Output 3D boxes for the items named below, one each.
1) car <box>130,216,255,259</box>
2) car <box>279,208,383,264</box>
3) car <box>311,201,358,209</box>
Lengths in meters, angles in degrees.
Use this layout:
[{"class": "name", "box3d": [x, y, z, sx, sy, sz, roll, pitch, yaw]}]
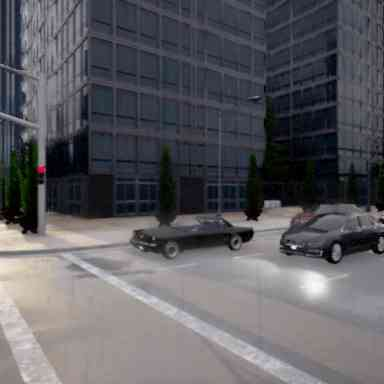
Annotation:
[{"class": "car", "box3d": [0.087, 1.604, 12.647, 4.718, 1.301, 1.895, 0, 0, -35]}, {"class": "car", "box3d": [5.217, 1.511, 12.000, 4.892, 1.490, 1.837, 0, 0, -35]}, {"class": "car", "box3d": [7.333, 1.361, 17.809, 4.553, 1.767, 2.097, 0, 0, -35]}]
